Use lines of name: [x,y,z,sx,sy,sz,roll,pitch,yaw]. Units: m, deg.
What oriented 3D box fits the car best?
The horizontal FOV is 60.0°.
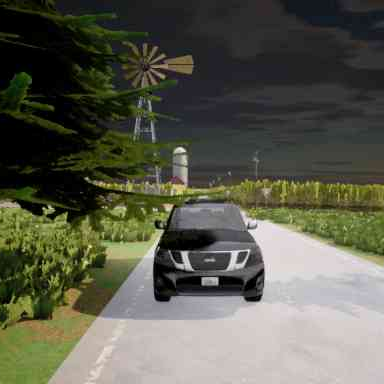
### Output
car: [0.333,1.221,8.623,2.150,2.045,5.566,0,0,0]
